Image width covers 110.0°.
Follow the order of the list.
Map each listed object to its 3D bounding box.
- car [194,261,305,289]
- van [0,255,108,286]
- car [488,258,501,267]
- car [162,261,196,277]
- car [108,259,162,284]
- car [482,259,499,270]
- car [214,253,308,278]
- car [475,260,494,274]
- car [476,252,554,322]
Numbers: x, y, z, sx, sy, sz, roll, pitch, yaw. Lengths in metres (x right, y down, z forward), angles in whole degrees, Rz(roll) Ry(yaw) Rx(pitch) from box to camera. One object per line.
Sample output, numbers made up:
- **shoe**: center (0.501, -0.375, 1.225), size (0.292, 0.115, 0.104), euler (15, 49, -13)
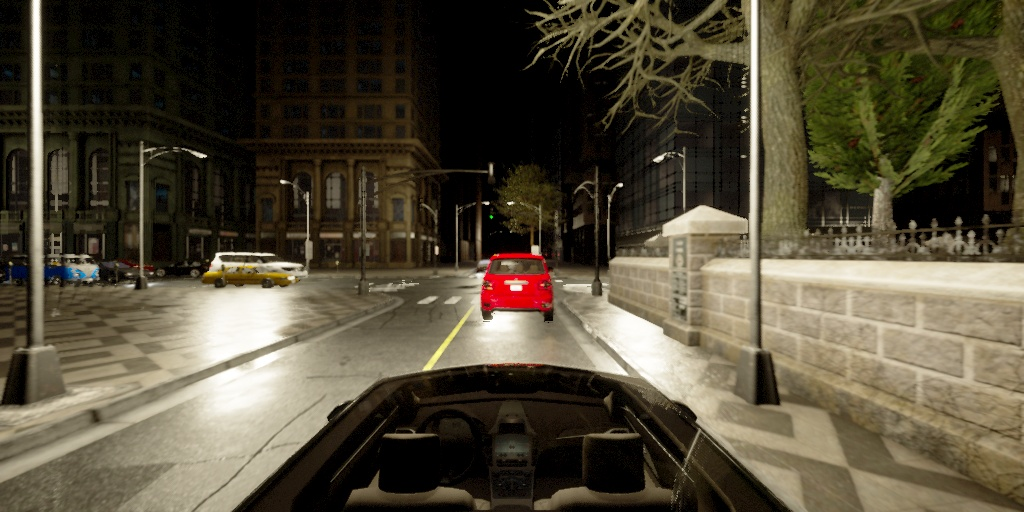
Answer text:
- **car**: center (-14.938, 1.129, 20.573), size (4.829, 1.417, 1.751), euler (0, 0, 0)
- **van**: center (-26.349, 0.824, 20.640), size (3.998, 1.789, 1.690), euler (0, 0, 0)
- **car**: center (-2.996, 1.041, 61.047), size (1.994, 1.385, 4.181), euler (0, 1, 0)
- **car**: center (-26.308, 1.040, 29.166), size (4.313, 1.339, 1.948), euler (0, 0, 0)
- **car**: center (-26.602, 1.024, 23.308), size (5.357, 1.411, 2.033), euler (1, 0, 1)
- **car**: center (-3.054, 1.108, 51.283), size (2.033, 1.411, 5.357), euler (0, 0, 1)
- **car**: center (-16.368, 0.810, 23.245), size (5.566, 2.045, 2.150), euler (1, 0, 1)
- **car**: center (-3.114, 1.183, 41.249), size (2.033, 1.411, 5.357), euler (0, 0, -4)
- **car**: center (0.281, 0.961, 12.390), size (2.150, 2.045, 5.566), euler (0, 0, 4)
